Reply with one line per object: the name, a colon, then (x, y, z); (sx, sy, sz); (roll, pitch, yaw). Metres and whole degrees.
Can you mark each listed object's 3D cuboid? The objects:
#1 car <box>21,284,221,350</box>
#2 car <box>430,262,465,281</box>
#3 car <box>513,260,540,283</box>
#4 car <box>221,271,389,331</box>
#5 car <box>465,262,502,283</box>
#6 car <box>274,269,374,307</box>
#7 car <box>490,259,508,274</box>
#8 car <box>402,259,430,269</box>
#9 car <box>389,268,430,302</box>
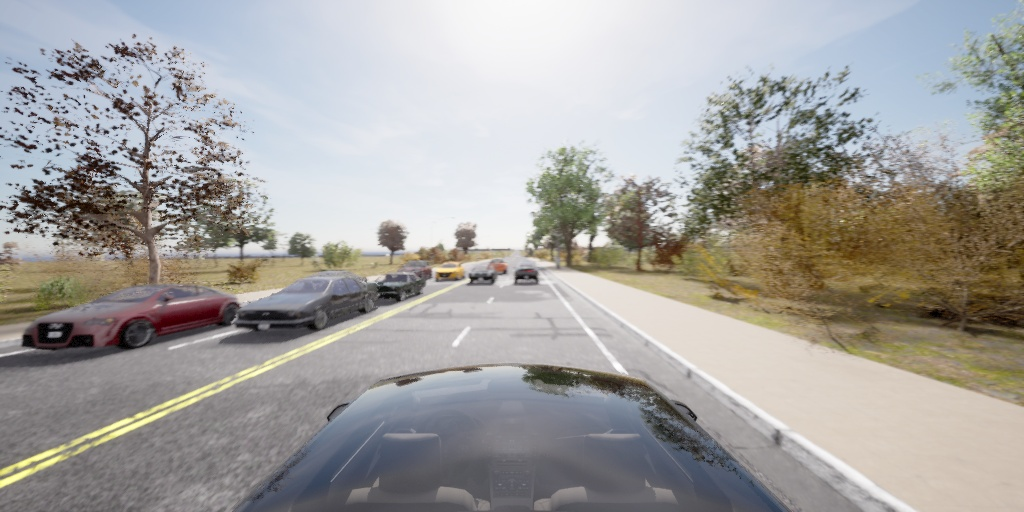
car: (-9.479, 1.450, 9.486); (1.994, 1.385, 4.181); (-1, 0, 2)
car: (-5.282, 1.283, 31.107); (1.882, 1.535, 5.008); (-1, 0, 3)
car: (1.114, 1.220, 27.739); (1.837, 1.490, 4.892); (-1, 0, 2)
car: (-6.138, 1.383, 11.675); (2.033, 1.411, 5.357); (-1, 0, 2)
car: (-2.135, 1.363, 27.871); (1.895, 1.301, 4.718); (-1, 0, 2)
car: (-9.042, 1.465, 17.959); (2.033, 1.411, 5.357); (-1, 0, 2)
car: (-1.581, 1.087, 40.931); (2.097, 1.767, 4.553); (-1, 0, 3)
car: (-8.509, 1.203, 31.699); (2.097, 1.767, 4.553); (-1, 0, 3)
car: (-5.795, 1.494, 17.799); (1.895, 1.301, 4.718); (-1, 0, 2)
